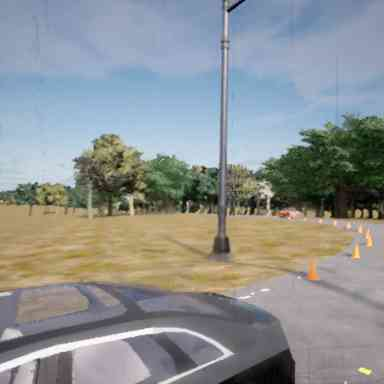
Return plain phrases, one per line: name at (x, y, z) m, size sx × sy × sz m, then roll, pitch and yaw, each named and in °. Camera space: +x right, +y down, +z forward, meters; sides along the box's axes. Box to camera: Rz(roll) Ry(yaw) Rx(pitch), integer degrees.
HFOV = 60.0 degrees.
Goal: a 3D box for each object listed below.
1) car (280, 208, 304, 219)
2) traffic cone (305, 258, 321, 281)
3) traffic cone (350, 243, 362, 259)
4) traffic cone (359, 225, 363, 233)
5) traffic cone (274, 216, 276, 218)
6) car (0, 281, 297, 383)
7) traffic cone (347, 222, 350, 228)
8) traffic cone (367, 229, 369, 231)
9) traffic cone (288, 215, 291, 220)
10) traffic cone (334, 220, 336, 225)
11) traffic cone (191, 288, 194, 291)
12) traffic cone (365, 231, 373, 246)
car at (15.785, 3.335, 52.750) m, size 2.097 × 1.767 × 4.553 m, roll 1°, pitch -3°, yaw -12°
traffic cone at (3.366, 2.120, 9.240) m, size 0.340 × 0.580 × 0.340 m, roll 0°, pitch -1°, yaw 42°
traffic cone at (6.362, 2.255, 12.884) m, size 0.340 × 0.580 × 0.340 m, roll 0°, pitch -2°, yaw 36°
traffic cone at (12.858, 2.791, 25.389) m, size 0.340 × 0.580 × 0.340 m, roll 1°, pitch -2°, yaw 18°
traffic cone at (13.346, 3.956, 53.562) m, size 0.340 × 0.580 × 0.340 m, roll 1°, pitch -3°, yaw -12°
car at (-1.321, 1.500, 2.097) m, size 4.902 × 1.511 × 2.128 m, roll 1°, pitch -1°, yaw -38°
traffic cone at (14.116, 2.969, 29.932) m, size 0.340 × 0.580 × 0.340 m, roll 1°, pitch -2°, yaw 13°
traffic cone at (11.134, 2.609, 21.003) m, size 0.340 × 0.580 × 0.340 m, roll 0°, pitch -2°, yaw 24°
traffic cone at (14.284, 3.739, 48.720) m, size 0.340 × 0.580 × 0.340 m, roll 1°, pitch -3°, yaw -10°
traffic cone at (14.893, 3.149, 34.582) m, size 0.340 × 0.580 × 0.340 m, roll 1°, pitch -2°, yaw 7°
traffic cone at (0.006, 2.020, 5.928) m, size 0.340 × 0.580 × 0.340 m, roll 1°, pitch -1°, yaw -42°
traffic cone at (8.961, 2.423, 16.820) m, size 0.340 × 0.580 × 0.340 m, roll 0°, pitch -2°, yaw 30°
